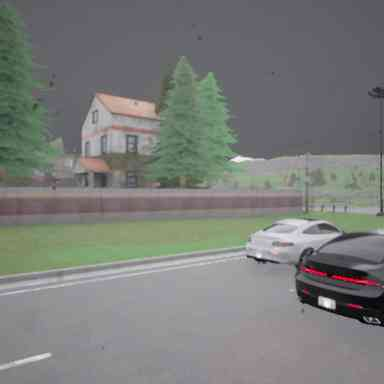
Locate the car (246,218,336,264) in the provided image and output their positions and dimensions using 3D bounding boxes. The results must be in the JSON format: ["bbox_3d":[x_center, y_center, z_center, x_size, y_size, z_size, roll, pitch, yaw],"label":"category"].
[{"bbox_3d":[3.775,1.569,10.756,4.674,1.442,1.812,0,0,-36],"label":"car"}]

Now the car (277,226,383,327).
[{"bbox_3d":[4.129,1.536,6.718,4.892,1.490,1.837,0,0,-35],"label":"car"}]
